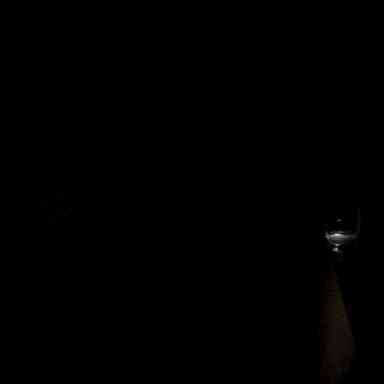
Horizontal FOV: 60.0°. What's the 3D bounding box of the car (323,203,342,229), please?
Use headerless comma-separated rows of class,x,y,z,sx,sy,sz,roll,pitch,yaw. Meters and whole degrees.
car,9.090,1.651,22.915,2.033,1.411,5.357,0,0,18

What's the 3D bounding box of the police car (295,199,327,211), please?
police car,16.321,1.707,45.931,2.038,1.542,4.974,0,-1,-9
